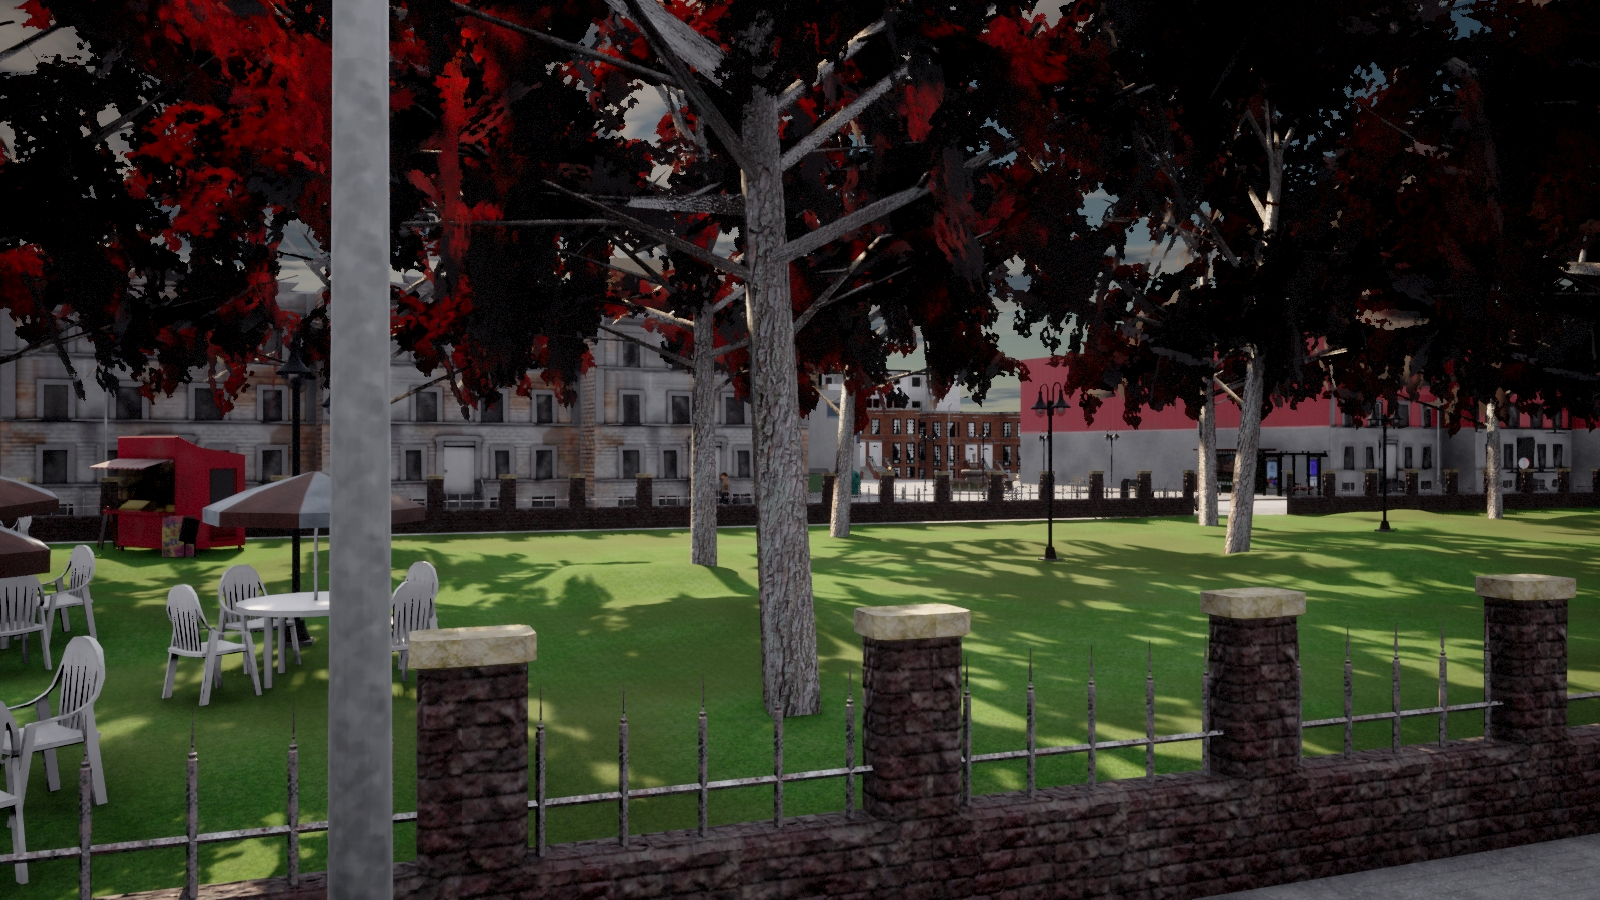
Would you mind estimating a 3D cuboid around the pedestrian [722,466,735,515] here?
[{"bbox_3d":[-2.718,1.528,43.401,0.375,1.860,0.375,0,0,-30],"label":"pedestrian"}]

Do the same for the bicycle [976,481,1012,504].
[{"bbox_3d":[9.416,2.047,55.462,1.487,1.080,0.859,0,0,-20],"label":"bicycle"}]
